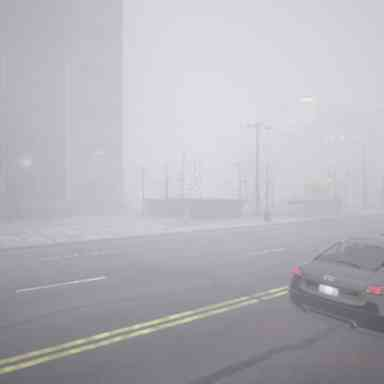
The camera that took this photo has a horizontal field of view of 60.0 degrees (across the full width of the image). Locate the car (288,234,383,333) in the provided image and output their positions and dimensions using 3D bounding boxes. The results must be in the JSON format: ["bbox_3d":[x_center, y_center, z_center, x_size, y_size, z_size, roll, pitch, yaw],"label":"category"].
[{"bbox_3d":[3.807,1.530,6.461,4.181,1.385,1.994,0,0,-35],"label":"car"}]

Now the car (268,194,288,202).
[{"bbox_3d":[17.684,1.192,68.002,3.806,1.475,1.970,0,0,-36],"label":"car"}]

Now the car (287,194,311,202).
[{"bbox_3d":[20.589,1.159,64.000,4.674,1.452,2.002,0,0,-36],"label":"car"}]

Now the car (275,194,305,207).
[{"bbox_3d":[13.673,1.074,44.941,4.553,1.767,2.185,0,0,-36],"label":"car"}]
